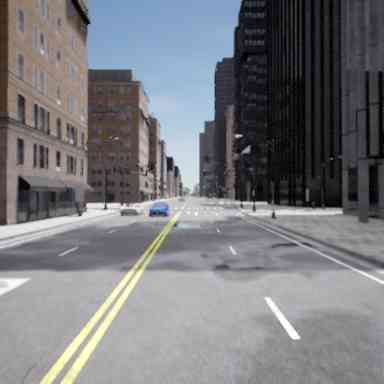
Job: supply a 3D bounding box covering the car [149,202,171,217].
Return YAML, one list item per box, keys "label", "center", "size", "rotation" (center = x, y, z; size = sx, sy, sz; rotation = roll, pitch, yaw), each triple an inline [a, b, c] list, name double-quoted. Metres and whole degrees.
- label: "car"
  center: [-3.281, 1.738, 34.291]
  size: [1.882, 1.535, 5.008]
  rotation: [0, -1, 1]

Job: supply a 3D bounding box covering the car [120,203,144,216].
- label: "car"
  center: [-6.509, 1.877, 36.276]
  size: [1.895, 1.301, 4.718]
  rotation: [0, 0, 1]
